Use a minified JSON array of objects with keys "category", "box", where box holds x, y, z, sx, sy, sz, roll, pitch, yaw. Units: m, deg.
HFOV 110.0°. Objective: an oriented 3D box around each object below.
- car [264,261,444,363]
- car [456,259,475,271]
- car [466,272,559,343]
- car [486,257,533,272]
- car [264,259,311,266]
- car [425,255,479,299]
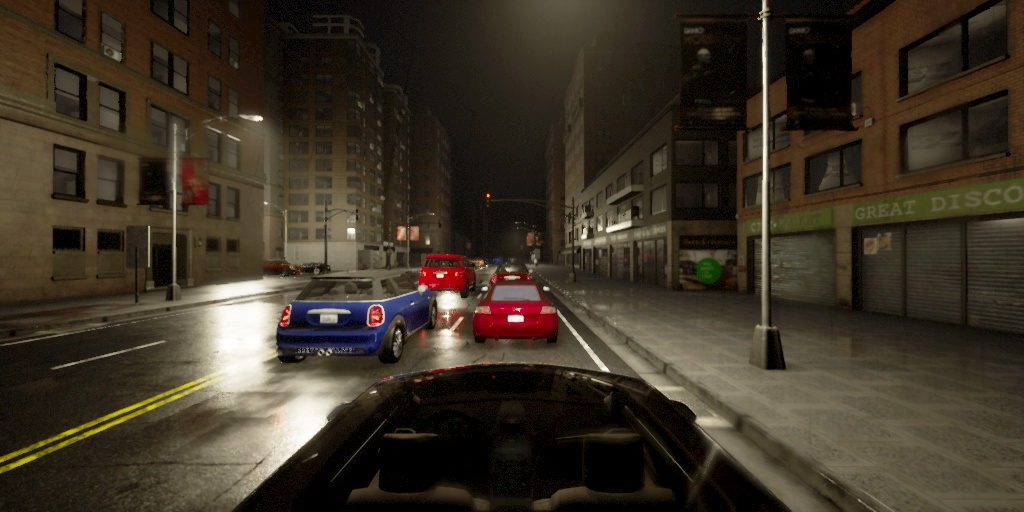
[{"category":"car","box":[-3.142,1.099,8.289,2.097,1.767,4.553,0,0,0]},{"category":"car","box":[-6.560,1.231,50.981,2.128,1.511,4.902,0,0,0]},{"category":"car","box":[0.098,1.310,9.671,1.994,1.385,4.181,0,0,0]},{"category":"car","box":[0.012,1.095,18.289,2.097,1.767,4.553,0,0,0]},{"category":"car","box":[-22.044,1.085,33.698,4.553,1.767,2.097,0,0,0]},{"category":"car","box":[-3.139,0.965,18.327,2.150,2.045,5.566,0,0,0]}]
